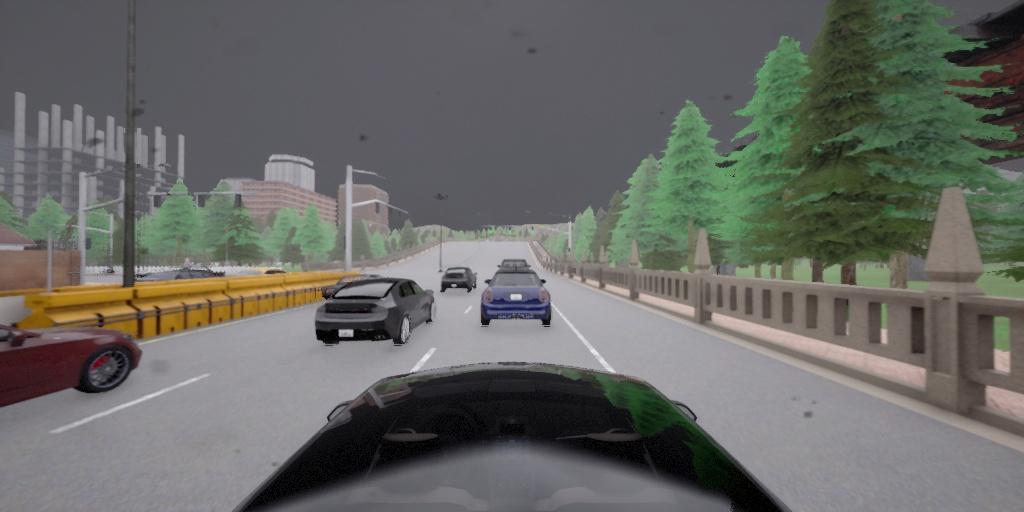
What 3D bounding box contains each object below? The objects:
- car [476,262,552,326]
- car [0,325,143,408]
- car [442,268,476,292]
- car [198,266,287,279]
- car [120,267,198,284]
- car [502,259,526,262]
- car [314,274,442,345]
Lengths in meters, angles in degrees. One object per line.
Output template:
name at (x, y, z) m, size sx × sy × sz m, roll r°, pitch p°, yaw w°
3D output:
car at (0.122, 1.211, 12.322) m, size 2.097 × 1.767 × 4.553 m, roll 0°, pitch -1°, yaw 0°
car at (-6.898, 1.297, 3.807) m, size 1.812 × 1.442 × 4.674 m, roll 0°, pitch -1°, yaw 0°
car at (-3.351, 1.476, 23.214) m, size 1.837 × 1.490 × 4.892 m, roll 0°, pitch 0°, yaw 0°
car at (-13.994, 1.411, 19.724) m, size 1.882 × 1.535 × 5.008 m, roll 0°, pitch -1°, yaw 1°
car at (-17.505, 1.470, 18.631) m, size 2.033 × 1.411 × 5.357 m, roll 0°, pitch -1°, yaw 1°
car at (0.154, 1.216, 25.315) m, size 2.150 × 2.045 × 5.566 m, roll 0°, pitch 0°, yaw 0°
car at (-3.382, 1.338, 9.742) m, size 1.837 × 1.490 × 4.892 m, roll 0°, pitch 0°, yaw 0°
